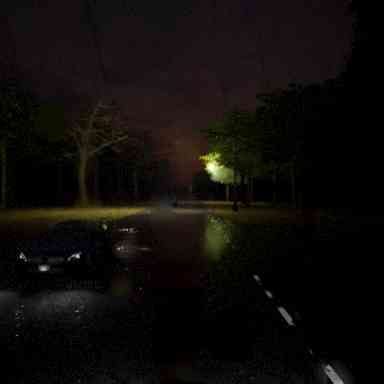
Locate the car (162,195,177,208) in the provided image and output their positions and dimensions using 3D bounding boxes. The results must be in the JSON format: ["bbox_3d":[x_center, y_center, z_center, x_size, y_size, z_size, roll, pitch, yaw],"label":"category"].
[{"bbox_3d":[-3.599,1.557,54.408,2.150,2.045,5.566,0,0,0],"label":"car"}]

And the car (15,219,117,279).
[{"bbox_3d":[-3.595,1.599,10.380,1.812,1.442,4.674,0,0,0],"label":"car"}]
